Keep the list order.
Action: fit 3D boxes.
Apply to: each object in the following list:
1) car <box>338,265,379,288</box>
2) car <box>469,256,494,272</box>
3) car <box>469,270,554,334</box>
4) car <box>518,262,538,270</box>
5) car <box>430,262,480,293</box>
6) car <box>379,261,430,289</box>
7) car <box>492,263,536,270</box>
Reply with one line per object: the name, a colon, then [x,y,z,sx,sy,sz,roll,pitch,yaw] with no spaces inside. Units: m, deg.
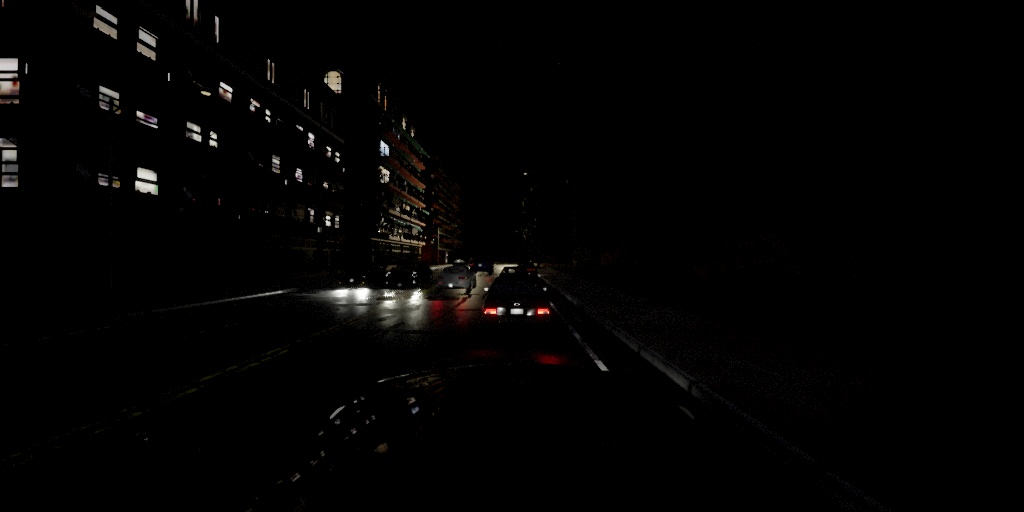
car: [-9.834,1.317,23.971,1.994,1.385,4.181,0,0,0]
car: [-3.127,0.978,38.103,2.150,2.045,5.566,0,0,0]
car: [0.108,1.299,10.614,2.033,1.411,5.357,0,0,0]
car: [1.159,1.259,30.743,1.837,1.490,4.892,0,0,0]
car: [-3.138,1.279,20.674,1.812,1.442,4.674,0,0,0]
car: [-6.585,1.105,23.257,2.097,1.767,4.553,0,0,0]
car: [0.113,1.301,20.976,2.033,1.411,5.357,0,0,0]
